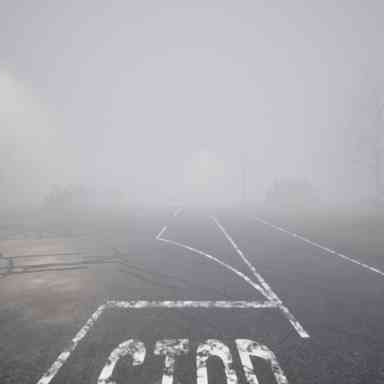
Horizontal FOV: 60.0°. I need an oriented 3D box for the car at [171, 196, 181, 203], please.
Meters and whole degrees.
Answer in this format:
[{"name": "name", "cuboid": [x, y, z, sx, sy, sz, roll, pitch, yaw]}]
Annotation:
[{"name": "car", "cuboid": [-3.335, 1.511, 68.907, 1.895, 1.301, 4.718, 0, 0, 0]}]
